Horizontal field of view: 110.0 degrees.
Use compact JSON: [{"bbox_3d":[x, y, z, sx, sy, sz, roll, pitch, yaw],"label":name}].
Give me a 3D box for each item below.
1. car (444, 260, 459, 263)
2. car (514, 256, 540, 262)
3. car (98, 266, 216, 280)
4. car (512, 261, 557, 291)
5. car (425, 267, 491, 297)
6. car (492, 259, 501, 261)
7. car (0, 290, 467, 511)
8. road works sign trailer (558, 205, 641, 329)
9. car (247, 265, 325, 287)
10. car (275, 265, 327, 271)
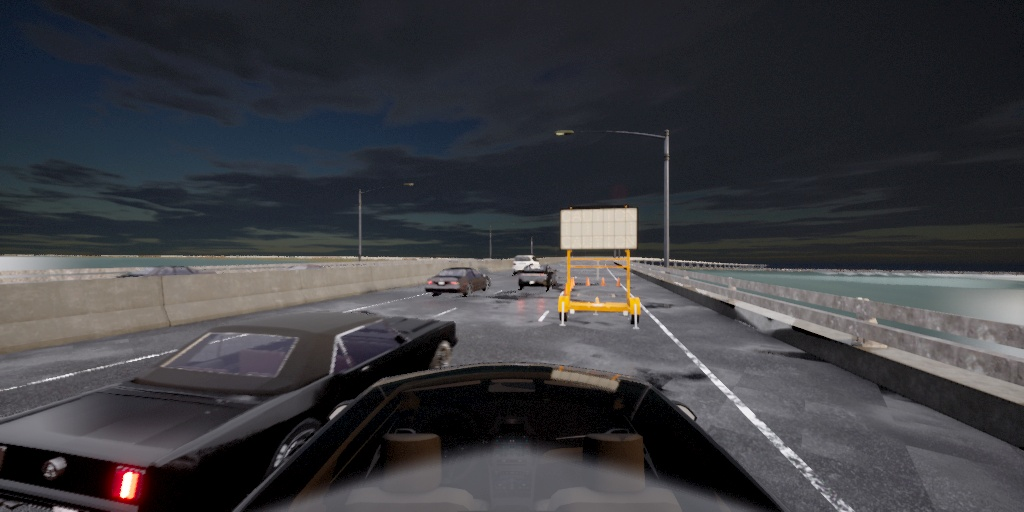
[{"bbox_3d":[-10.549,1.350,62.658,1.895,1.301,4.718,0,0,14],"label":"car"},{"bbox_3d":[1.536,0.974,37.072,2.150,2.045,5.566,0,0,12],"label":"car"},{"bbox_3d":[-20.344,1.296,20.893,2.033,1.411,5.357,0,0,13],"label":"car"},{"bbox_3d":[1.646,1.243,21.987,2.128,1.511,4.902,0,0,13],"label":"car"},{"bbox_3d":[-2.662,1.298,18.828,2.033,1.411,5.357,0,0,13],"label":"car"},{"bbox_3d":[-2.900,1.251,64.463,1.837,1.490,4.892,0,0,14],"label":"car"},{"bbox_3d":[-2.297,1.350,4.428,1.895,1.301,4.718,0,0,12],"label":"car"},{"bbox_3d":[2.732,0.216,11.408,2.380,3.560,2.880,0,0,13],"label":"road works sign trailer"},{"bbox_3d":[-15.748,1.350,25.326,1.895,1.301,4.718,0,0,13],"label":"car"},{"bbox_3d":[-12.902,1.275,22.050,1.812,1.442,4.674,0,0,13],"label":"car"}]
